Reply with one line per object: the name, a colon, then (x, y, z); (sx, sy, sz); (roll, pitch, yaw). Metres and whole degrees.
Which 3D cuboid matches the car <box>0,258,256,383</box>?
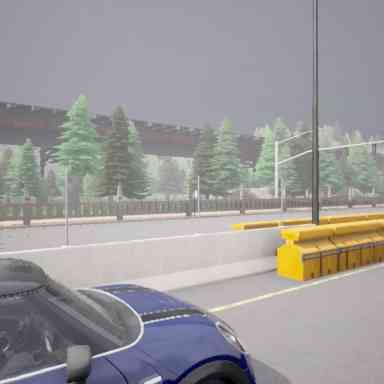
car: (-1.619, 1.356, 2.589); (4.553, 1.767, 2.097); (-1, 0, -36)
